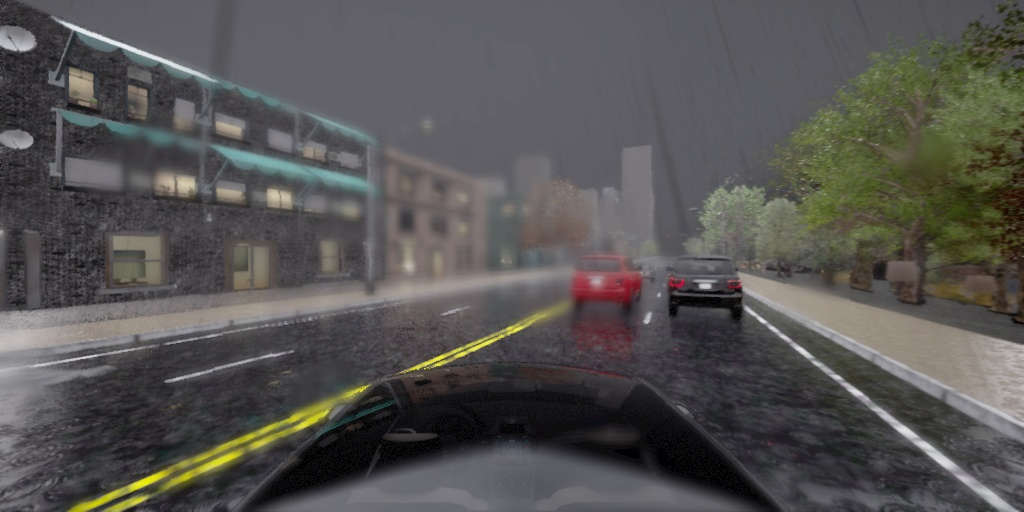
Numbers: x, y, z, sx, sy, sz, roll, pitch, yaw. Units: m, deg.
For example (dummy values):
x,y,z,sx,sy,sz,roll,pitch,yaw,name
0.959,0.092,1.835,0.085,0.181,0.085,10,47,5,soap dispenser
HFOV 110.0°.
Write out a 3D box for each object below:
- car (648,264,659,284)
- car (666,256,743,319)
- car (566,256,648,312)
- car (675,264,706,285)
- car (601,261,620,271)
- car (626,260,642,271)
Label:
x,y,z,sx,sy,sz,roll,pitch,yaw,name
10.389,1.356,28.229,2.033,1.411,5.357,0,0,25,car
7.012,0.999,13.309,2.150,2.045,5.566,0,0,25,car
4.069,1.004,14.688,2.150,2.045,5.566,0,0,25,car
13.782,1.371,27.787,1.994,1.385,4.181,0,0,25,car
14.946,1.416,54.136,2.033,1.411,5.357,0,0,25,car
18.065,1.390,53.163,1.812,1.442,4.674,0,0,24,car
